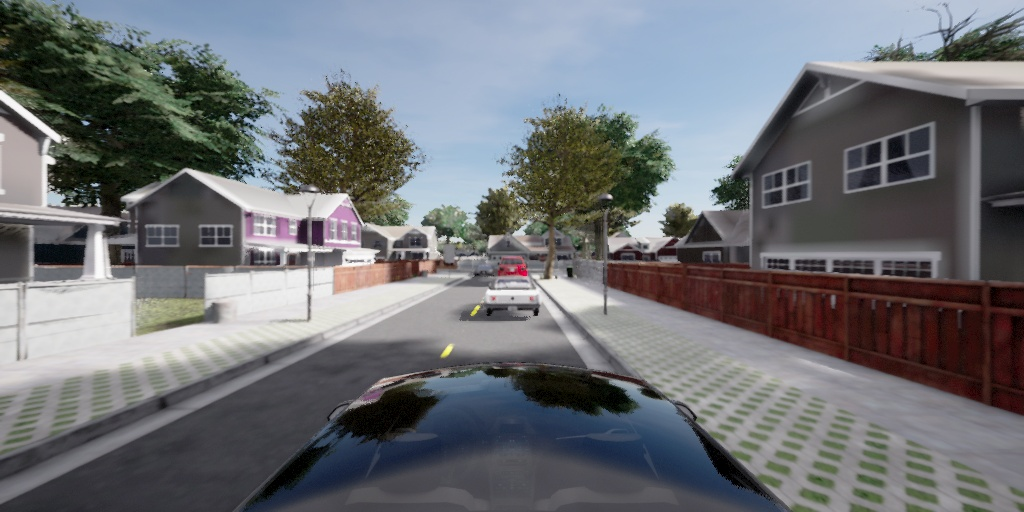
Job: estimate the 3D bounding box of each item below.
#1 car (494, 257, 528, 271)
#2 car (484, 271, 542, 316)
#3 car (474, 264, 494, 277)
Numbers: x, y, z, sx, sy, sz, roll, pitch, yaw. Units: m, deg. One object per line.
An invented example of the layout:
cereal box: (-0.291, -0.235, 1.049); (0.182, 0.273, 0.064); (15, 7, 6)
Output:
car: (0.040, 1.094, 28.012); (2.150, 2.045, 5.566); (0, 0, 0)
car: (0.042, 1.410, 13.722); (1.895, 1.301, 4.718); (0, 0, 1)
car: (-2.783, 1.478, 37.290); (1.994, 1.385, 4.181); (0, 0, 1)
